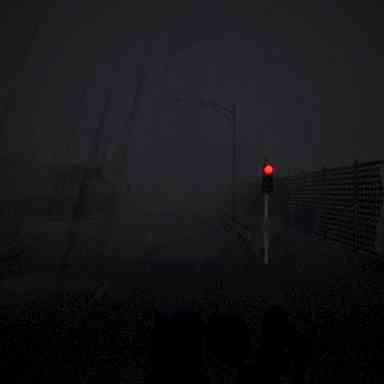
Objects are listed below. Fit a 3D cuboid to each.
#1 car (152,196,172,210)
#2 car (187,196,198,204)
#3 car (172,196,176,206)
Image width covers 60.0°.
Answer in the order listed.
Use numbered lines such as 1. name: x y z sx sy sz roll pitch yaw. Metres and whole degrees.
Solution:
1. car: -4.029 1.564 43.362 1.994 1.385 4.181 0 0 0
2. car: 0.101 1.505 63.160 1.837 1.490 4.892 0 0 0
3. car: -4.007 1.478 53.433 1.882 1.535 5.008 0 0 0
